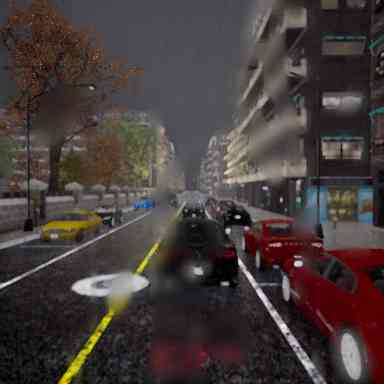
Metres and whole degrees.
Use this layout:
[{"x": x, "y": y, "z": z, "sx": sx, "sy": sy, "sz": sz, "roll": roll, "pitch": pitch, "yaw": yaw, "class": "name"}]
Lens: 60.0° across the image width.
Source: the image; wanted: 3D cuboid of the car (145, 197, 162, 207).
[{"x": -5.614, "y": 1.447, "z": 49.474, "sx": 2.008, "sy": 1.369, "sz": 4.403, "roll": 0, "pitch": 0, "yaw": 0, "class": "car"}]

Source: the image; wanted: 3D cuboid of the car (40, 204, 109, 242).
[{"x": -5.669, "y": 1.489, "z": 16.093, "sx": 1.752, "sy": 1.417, "sz": 4.829, "roll": 0, "pitch": 0, "yaw": 0, "class": "car"}]

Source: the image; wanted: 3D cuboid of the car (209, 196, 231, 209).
[{"x": 2.729, "y": 1.380, "z": 27.320, "sx": 1.967, "sy": 1.590, "sz": 4.097, "roll": 0, "pitch": 0, "yaw": 0, "class": "car"}]

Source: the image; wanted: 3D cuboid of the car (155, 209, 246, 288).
[{"x": 0.111, "y": 1.456, "z": 9.239, "sx": 1.882, "sy": 1.535, "sz": 5.008, "roll": 0, "pitch": 0, "yaw": 0, "class": "car"}]

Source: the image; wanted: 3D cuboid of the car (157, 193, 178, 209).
[{"x": -2.947, "y": 1.133, "z": 43.609, "sx": 2.150, "sy": 2.045, "sz": 5.566, "roll": 0, "pitch": 0, "yaw": 1, "class": "car"}]

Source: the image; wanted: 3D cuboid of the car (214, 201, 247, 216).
[{"x": 2.721, "y": 1.517, "z": 21.786, "sx": 1.947, "sy": 1.339, "sz": 4.313, "roll": 0, "pitch": 0, "yaw": 0, "class": "car"}]

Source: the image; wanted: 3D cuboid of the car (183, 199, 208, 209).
[{"x": 0.146, "y": 1.537, "z": 28.938, "sx": 1.895, "sy": 1.301, "sz": 4.718, "roll": 0, "pitch": 0, "yaw": 0, "class": "car"}]

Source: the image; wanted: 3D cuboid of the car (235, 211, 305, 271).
[{"x": 2.703, "y": 1.519, "z": 10.715, "sx": 1.887, "sy": 1.381, "sz": 4.507, "roll": 0, "pitch": 0, "yaw": 0, "class": "car"}]

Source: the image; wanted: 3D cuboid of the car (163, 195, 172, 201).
[{"x": -5.569, "y": 1.428, "z": 77.150, "sx": 1.802, "sy": 1.307, "sz": 4.206, "roll": 0, "pitch": 0, "yaw": 0, "class": "car"}]

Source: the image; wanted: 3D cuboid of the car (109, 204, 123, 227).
[{"x": -5.660, "y": 1.502, "z": 21.799, "sx": 2.008, "sy": 1.369, "sz": 4.403, "roll": 0, "pitch": 0, "yaw": 0, "class": "car"}]

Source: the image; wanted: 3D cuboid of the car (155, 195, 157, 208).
[{"x": -5.625, "y": 1.222, "z": 43.939, "sx": 2.192, "sy": 1.841, "sz": 5.009, "roll": 0, "pitch": 0, "yaw": 0, "class": "car"}]

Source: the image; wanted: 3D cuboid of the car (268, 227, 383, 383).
[{"x": 2.694, "y": 1.532, "z": 5.180, "sx": 1.887, "sy": 1.381, "sz": 4.507, "roll": 0, "pitch": 0, "yaw": 0, "class": "car"}]

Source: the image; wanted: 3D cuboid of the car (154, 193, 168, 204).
[{"x": -5.598, "y": 1.190, "z": 60.544, "sx": 2.192, "sy": 1.841, "sz": 5.009, "roll": 0, "pitch": 0, "yaw": 0, "class": "car"}]

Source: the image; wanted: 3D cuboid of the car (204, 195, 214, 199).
[{"x": 2.766, "y": 1.461, "z": 49.461, "sx": 1.947, "sy": 1.339, "sz": 4.313, "roll": 0, "pitch": 0, "yaw": 0, "class": "car"}]

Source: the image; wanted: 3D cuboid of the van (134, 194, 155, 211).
[{"x": -5.634, "y": 1.259, "z": 38.403, "sx": 1.690, "sy": 1.788, "sz": 3.998, "roll": 0, "pitch": 0, "yaw": 0, "class": "van"}]

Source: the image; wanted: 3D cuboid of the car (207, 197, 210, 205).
[{"x": 2.739, "y": 1.494, "z": 32.856, "sx": 1.947, "sy": 1.339, "sz": 4.313, "roll": 0, "pitch": 0, "yaw": 0, "class": "car"}]
